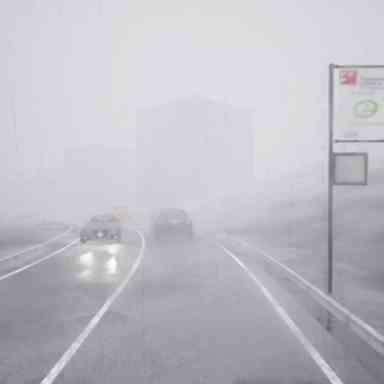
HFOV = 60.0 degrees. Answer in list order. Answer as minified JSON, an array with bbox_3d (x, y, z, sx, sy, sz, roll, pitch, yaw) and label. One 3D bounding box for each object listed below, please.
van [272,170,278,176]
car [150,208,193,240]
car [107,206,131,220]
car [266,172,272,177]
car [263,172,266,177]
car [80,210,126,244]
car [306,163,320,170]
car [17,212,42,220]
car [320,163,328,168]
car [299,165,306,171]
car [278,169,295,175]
[{"bbox_3d":[20.711,-4.304,77.083,1.878,1.987,4.442,0,0,-1],"label":"van"},{"bbox_3d":[-1.299,1.701,19.446,2.097,1.767,4.553,0,-1,-10],"label":"car"},{"bbox_3d":[-8.827,2.396,39.194,2.097,1.767,4.553,-1,-2,-30],"label":"car"},{"bbox_3d":[20.584,-4.048,82.725,2.002,1.452,4.674,0,0,-1],"label":"car"},{"bbox_3d":[20.460,-4.343,88.211,2.435,2.045,5.566,0,0,-1],"label":"car"},{"bbox_3d":[-4.731,1.898,17.846,1.994,1.385,4.181,0,-2,-10],"label":"car"},{"bbox_3d":[21.206,-4.118,55.154,2.185,1.767,4.553,0,0,-1],"label":"car"},{"bbox_3d":[-26.140,3.851,53.557,4.718,1.301,1.895,-5,-2,39],"label":"car"},{"bbox_3d":[21.334,-3.920,49.480,2.002,1.452,4.674,0,0,-1],"label":"car"},{"bbox_3d":[21.082,-4.146,60.673,2.185,1.767,4.553,0,0,-1],"label":"car"},{"bbox_3d":[20.832,-4.063,71.687,2.231,1.521,4.892,0,0,-1],"label":"car"}]
